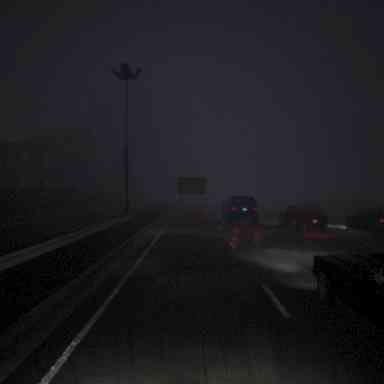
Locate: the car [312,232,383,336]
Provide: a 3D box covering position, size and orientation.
[{"bbox_3d":[3.600,1.621,5.344,1.895,1.301,4.718,0,0,0],"label":"car"}]

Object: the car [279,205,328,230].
[{"bbox_3d":[7.100,1.557,21.666,1.882,1.535,5.008,0,0,0],"label":"car"}]

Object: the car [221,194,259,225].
[{"bbox_3d":[3.600,1.314,25.372,2.150,2.045,5.566,0,0,0],"label":"car"}]

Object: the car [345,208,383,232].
[{"bbox_3d":[10.599,1.635,19.260,1.994,1.385,4.181,0,0,0],"label":"car"}]

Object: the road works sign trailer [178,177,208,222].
[{"bbox_3d":[0.000,0.564,27.585,2.380,3.560,2.880,0,0,0],"label":"road works sign trailer"}]
